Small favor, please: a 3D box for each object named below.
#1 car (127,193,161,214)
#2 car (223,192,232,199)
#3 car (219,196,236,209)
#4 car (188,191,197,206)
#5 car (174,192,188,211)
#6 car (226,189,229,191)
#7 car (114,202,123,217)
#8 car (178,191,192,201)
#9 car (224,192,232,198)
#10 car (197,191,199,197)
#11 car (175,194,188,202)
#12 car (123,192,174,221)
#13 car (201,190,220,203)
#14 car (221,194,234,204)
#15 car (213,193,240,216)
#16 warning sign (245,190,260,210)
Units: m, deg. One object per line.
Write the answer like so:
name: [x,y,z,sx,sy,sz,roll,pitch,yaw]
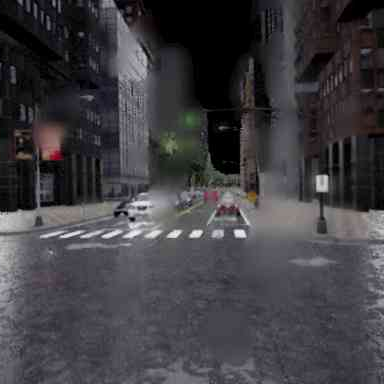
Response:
car: [-4.868,1.116,34.507,2.192,1.841,5.009,-1,0,6]
car: [8.226,0.744,76.749,1.967,1.590,4.097,-1,0,6]
car: [4.190,1.187,38.991,1.802,1.307,4.206,-1,0,6]
car: [-0.987,1.011,45.571,2.097,1.767,4.553,-1,0,7]
car: [-2.084,1.096,35.428,2.097,1.767,4.553,-1,0,6]
car: [7.649,0.785,71.354,1.967,1.590,4.097,-1,0,6]
car: [-5.439,1.412,29.113,1.947,1.339,4.313,-1,0,6]
car: [-1.405,0.852,66.878,2.192,1.841,5.009,-1,0,6]
car: [8.805,0.808,82.144,1.887,1.381,4.507,-1,0,6]
car: [-0.251,0.769,77.668,2.192,1.841,5.009,-1,0,6]
car: [-1.976,1.161,61.484,1.802,1.307,4.206,-1,0,6]
car: [-3.157,1.050,25.460,2.150,2.045,5.566,-1,0,6]
car: [3.194,0.746,54.736,2.150,2.045,5.566,-1,0,6]
car: [5.343,1.060,49.779,1.887,1.381,4.507,-1,0,6]
car: [3.033,1.136,28.202,1.967,1.590,4.097,-1,0,6]
warning sign: [5.715,0.740,31.603,1.300,1.860,1.060,-1,1,6]
